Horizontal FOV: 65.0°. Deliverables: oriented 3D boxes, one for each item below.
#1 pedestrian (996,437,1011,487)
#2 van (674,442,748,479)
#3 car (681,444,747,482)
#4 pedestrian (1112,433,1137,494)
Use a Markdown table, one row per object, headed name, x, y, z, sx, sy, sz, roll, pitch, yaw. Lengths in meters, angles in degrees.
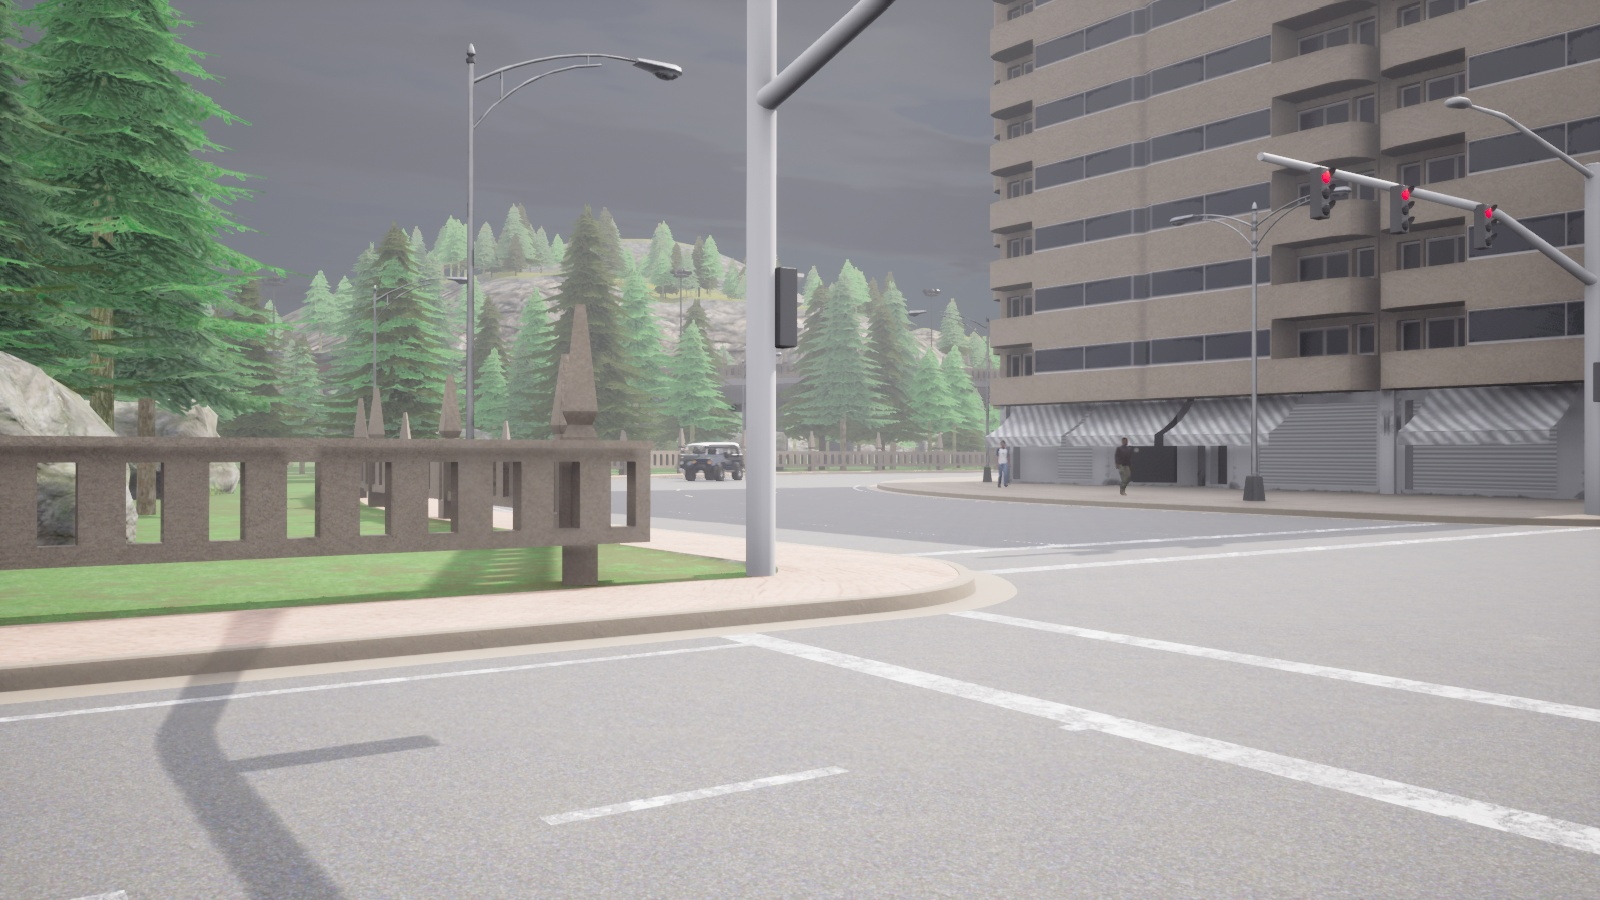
| name | x | y | z | sx | sy | sz | roll | pitch | yaw |
| --- | --- | --- | --- | --- | --- | --- | --- | --- | --- |
| pedestrian | 7.591 | 0.442 | 46.794 | 0.354 | 1.836 | 0.706 | 0 | 0 | -8 |
| van | -4.999 | 0.597 | 71.078 | 2.069 | 2.038 | 4.480 | 0 | 0 | 29 |
| car | -4.326 | 0.650 | 63.756 | 1.905 | 1.878 | 3.866 | 0 | 0 | 20 |
| pedestrian | 9.843 | 0.416 | 38.090 | 0.431 | 1.840 | 0.703 | 0 | 0 | -17 |
